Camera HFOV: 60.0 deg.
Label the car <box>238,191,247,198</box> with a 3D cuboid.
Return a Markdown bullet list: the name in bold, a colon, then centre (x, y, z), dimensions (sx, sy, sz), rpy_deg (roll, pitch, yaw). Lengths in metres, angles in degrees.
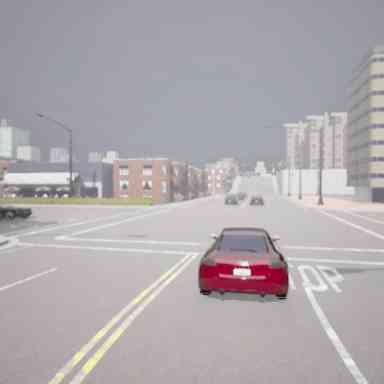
- **car**: centre (11.782, 0.635, 77.180), dimensions (1.882, 1.535, 5.008), rpy_deg (0, 1, 12)

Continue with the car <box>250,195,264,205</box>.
- **car**: centre (9.688, 1.133, 49.458), dimensions (1.812, 1.442, 4.674), rpy_deg (0, 1, 12)

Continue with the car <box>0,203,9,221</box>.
- **car**: centre (-16.225, 1.555, 23.592), dimensions (5.357, 1.411, 2.033), rpy_deg (0, 1, 13)

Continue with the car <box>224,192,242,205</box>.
- **car**: centre (5.849, 1.116, 49.101), dimensions (1.837, 1.490, 4.892), rpy_deg (0, 1, 12)

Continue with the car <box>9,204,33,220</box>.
- **car**: centre (-15.469, 1.555, 27.013), dimensions (4.718, 1.301, 1.895), rpy_deg (0, 1, 13)

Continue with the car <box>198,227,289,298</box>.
- **car**: centre (1.376, 1.618, 8.793), dimensions (1.994, 1.385, 4.181), rpy_deg (0, 0, 10)

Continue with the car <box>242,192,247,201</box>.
- **car**: centre (8.904, 0.949, 63.581), dimensions (1.994, 1.385, 4.181), rpy_deg (0, 1, 12)
